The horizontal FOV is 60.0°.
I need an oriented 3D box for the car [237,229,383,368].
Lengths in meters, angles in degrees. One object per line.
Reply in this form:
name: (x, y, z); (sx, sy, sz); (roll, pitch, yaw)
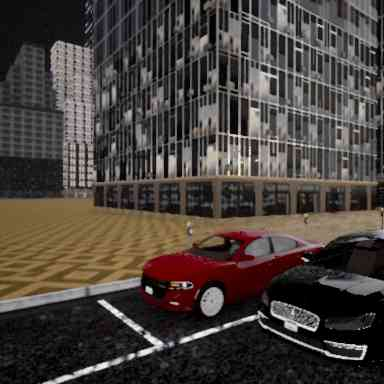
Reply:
car: (3.250, 1.468, 5.701); (4.892, 1.490, 1.837); (0, 0, -36)

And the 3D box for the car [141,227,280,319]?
car: (1.058, 1.513, 7.307); (4.507, 1.381, 1.887); (0, 1, -36)
